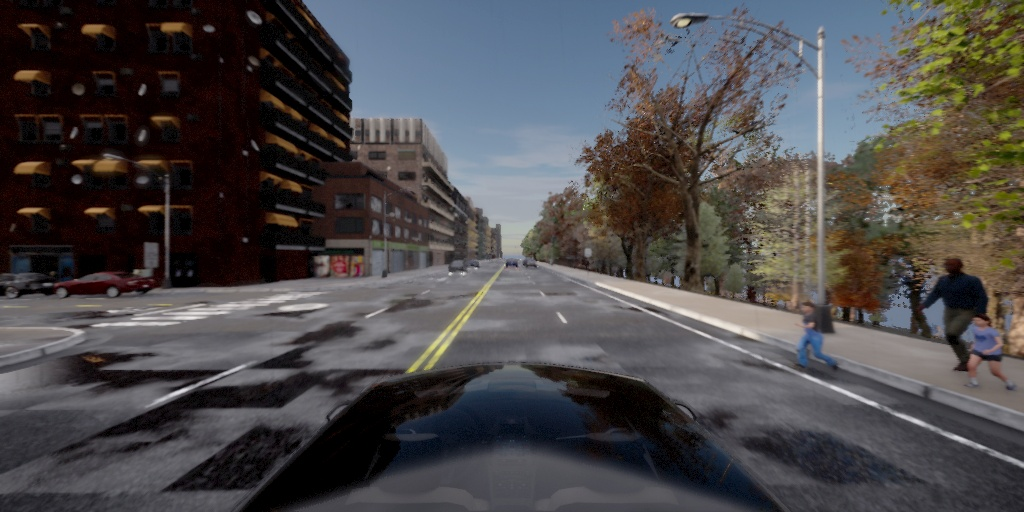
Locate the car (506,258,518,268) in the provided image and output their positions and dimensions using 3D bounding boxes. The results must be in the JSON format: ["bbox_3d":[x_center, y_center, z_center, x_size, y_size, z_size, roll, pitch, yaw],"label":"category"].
[{"bbox_3d":[0.000,1.116,61.315,2.097,1.767,4.553,0,0,0],"label":"car"}]

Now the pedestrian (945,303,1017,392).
[{"bbox_3d":[6.584,1.274,4.964,0.500,1.100,0.500,0,0,0],"label":"pedestrian"}]

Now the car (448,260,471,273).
[{"bbox_3d":[-6.574,1.262,43.776,1.837,1.490,4.892,0,0,0],"label":"car"}]

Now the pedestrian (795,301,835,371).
[{"bbox_3d":[5.209,1.324,6.217,0.375,1.300,0.375,0,0,0],"label":"pedestrian"}]

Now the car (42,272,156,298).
[{"bbox_3d":[-22.841,1.577,20.184,4.507,1.381,1.888,0,0,0],"label":"car"}]

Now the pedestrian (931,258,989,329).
[{"bbox_3d":[7.006,0.892,5.617,0.375,1.860,0.375,0,0,0],"label":"pedestrian"}]

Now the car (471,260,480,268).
[{"bbox_3d":[-6.524,1.326,60.541,1.994,1.385,4.181,0,0,1],"label":"car"}]

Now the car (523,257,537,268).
[{"bbox_3d":[3.250,1.312,60.928,2.033,1.411,5.357,0,0,0],"label":"car"}]

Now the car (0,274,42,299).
[{"bbox_3d":[-28.162,1.668,20.151,4.313,1.339,1.948,0,0,0],"label":"car"}]
